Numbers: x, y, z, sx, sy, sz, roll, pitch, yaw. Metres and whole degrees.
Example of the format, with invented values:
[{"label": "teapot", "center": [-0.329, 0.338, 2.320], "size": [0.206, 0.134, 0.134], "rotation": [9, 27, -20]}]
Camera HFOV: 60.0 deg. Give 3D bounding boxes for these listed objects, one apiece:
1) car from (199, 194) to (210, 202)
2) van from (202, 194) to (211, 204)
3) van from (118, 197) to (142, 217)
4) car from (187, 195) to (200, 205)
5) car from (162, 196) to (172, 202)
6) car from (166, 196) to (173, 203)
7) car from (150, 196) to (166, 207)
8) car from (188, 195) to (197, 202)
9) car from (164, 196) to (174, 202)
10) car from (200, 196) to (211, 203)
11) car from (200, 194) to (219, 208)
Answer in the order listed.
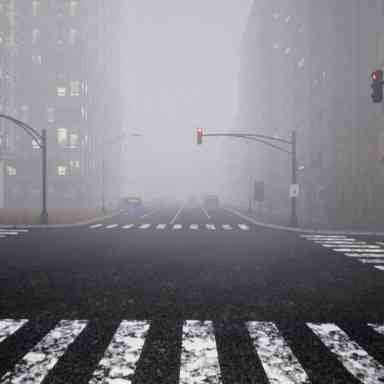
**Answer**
[{"label": "car", "center": [2.768, 1.349, 75.045], "size": [2.192, 1.841, 5.009], "rotation": [0, 0, 0]}, {"label": "van", "center": [2.756, 1.366, 63.944], "size": [1.690, 1.788, 3.998], "rotation": [0, 0, 0]}, {"label": "van", "center": [-5.658, 1.347, 30.646], "size": [1.690, 1.788, 3.998], "rotation": [0, 0, 0]}, {"label": "car", "center": [0.067, 1.623, 60.165], "size": [1.895, 1.301, 4.718], "rotation": [0, 0, 0]}, {"label": "car", "center": [-5.613, 1.559, 74.883], "size": [1.752, 1.417, 4.829], "rotation": [0, 0, 0]}, {"label": "car", "center": [-5.618, 1.469, 69.502], "size": [1.967, 1.590, 4.097], "rotation": [0, 0, 0]}, {"label": "car", "center": [-5.635, 1.543, 52.679], "size": [1.752, 1.417, 4.829], "rotation": [0, 0, 0]}, {"label": "car", "center": [0.076, 1.380, 70.141], "size": [1.837, 1.490, 4.892], "rotation": [0, 0, 0]}, {"label": "car", "center": [-5.606, 1.590, 80.604], "size": [2.008, 1.369, 4.403], "rotation": [0, 0, 0]}, {"label": "car", "center": [2.763, 1.580, 69.494], "size": [2.008, 1.369, 4.403], "rotation": [0, 0, 0]}, {"label": "car", "center": [2.739, 1.330, 47.291], "size": [2.192, 1.841, 5.009], "rotation": [0, 0, 0]}]
